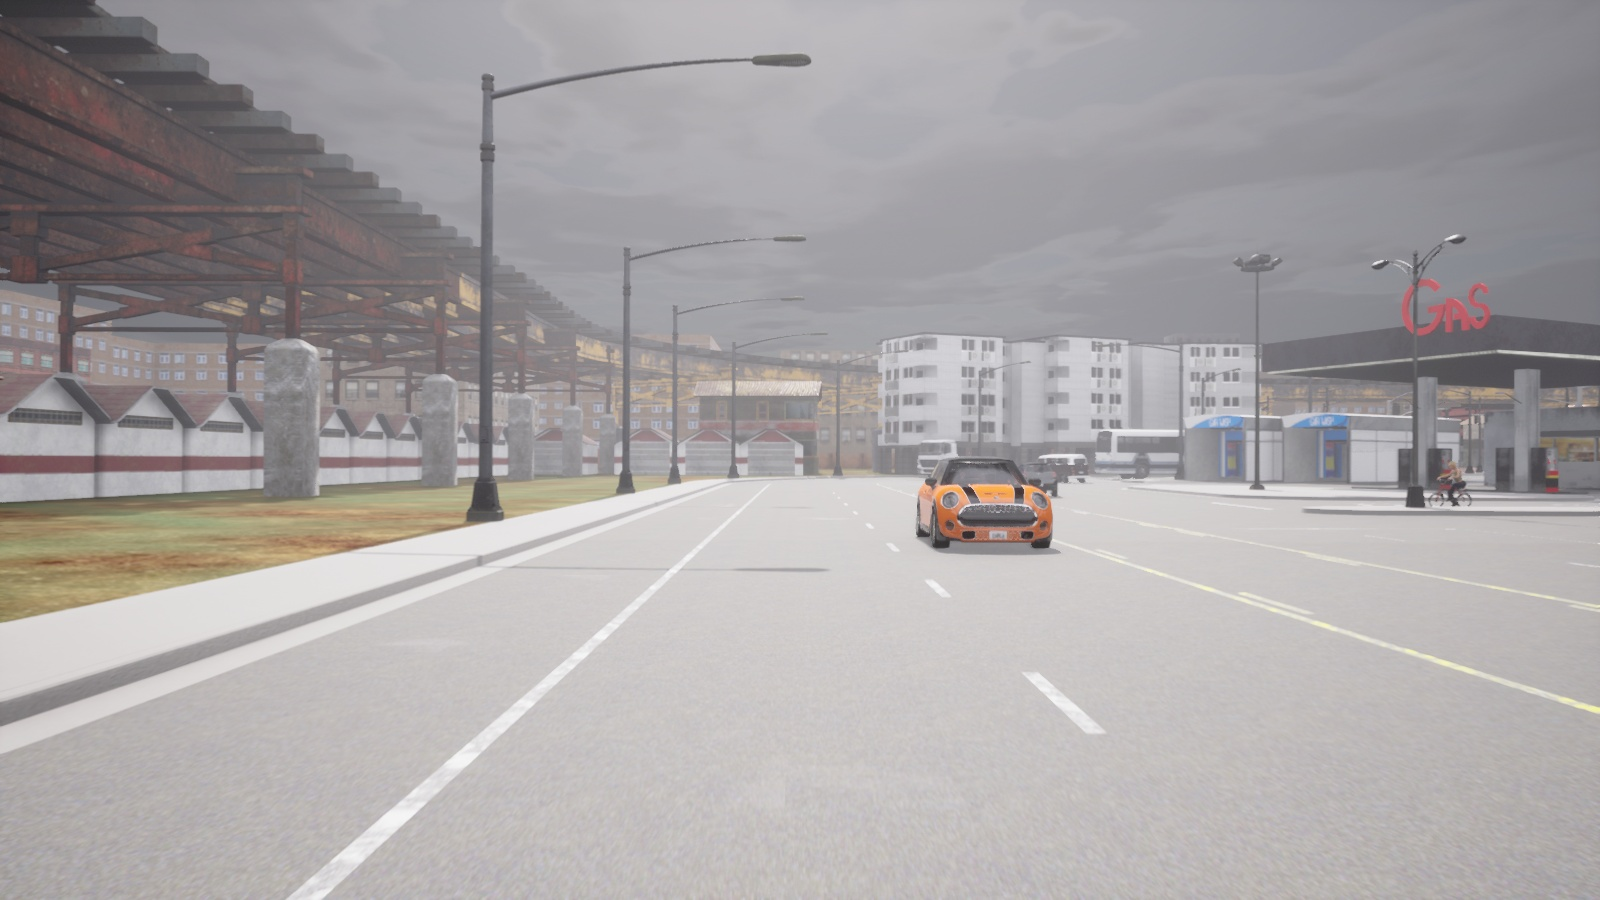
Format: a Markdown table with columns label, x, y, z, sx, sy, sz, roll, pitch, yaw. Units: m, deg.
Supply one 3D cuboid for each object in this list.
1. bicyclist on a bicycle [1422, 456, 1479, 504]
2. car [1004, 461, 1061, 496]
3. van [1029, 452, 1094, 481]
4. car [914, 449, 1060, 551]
| label | x | y | z | sx | sy | sz | roll | pitch | yaw |
| --- | --- | --- | --- | --- | --- | --- | --- | --- | --- |
| bicyclist on a bicycle | 22.316 | 1.020 | 43.110 | 1.509 | 1.612 | 0.866 | 0 | 0 | -1 |
| car | 10.369 | 1.240 | 56.216 | 1.845 | 1.501 | 3.633 | 0 | 0 | 0 |
| van | 18.569 | 1.157 | 89.369 | 2.069 | 2.038 | 4.480 | -1 | 0 | -28 |
| car | 3.445 | 0.878 | 24.012 | 2.097 | 1.767 | 4.553 | 0 | 0 | 0 |
